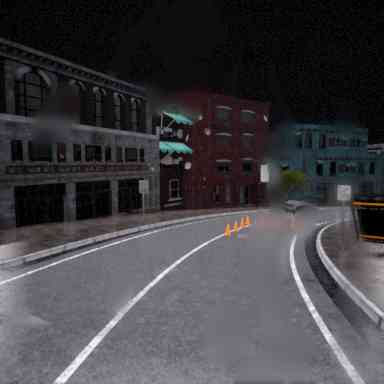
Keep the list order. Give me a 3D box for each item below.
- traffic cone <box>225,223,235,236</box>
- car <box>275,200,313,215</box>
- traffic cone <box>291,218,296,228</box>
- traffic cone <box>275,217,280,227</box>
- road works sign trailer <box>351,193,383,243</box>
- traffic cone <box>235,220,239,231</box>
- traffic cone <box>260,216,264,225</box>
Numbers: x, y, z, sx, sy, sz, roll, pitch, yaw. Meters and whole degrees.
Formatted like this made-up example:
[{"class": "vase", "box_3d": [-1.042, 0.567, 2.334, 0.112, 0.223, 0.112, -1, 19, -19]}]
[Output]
[{"class": "traffic cone", "box_3d": [1.845, 1.904, 16.996, 0.340, 0.580, 0.340, 2, 0, 19]}, {"class": "car", "box_3d": [10.790, 1.536, 34.740, 2.033, 1.411, 5.357, 4, 2, 43]}, {"class": "traffic cone", "box_3d": [6.621, 2.010, 21.698, 0.340, 0.580, 0.340, 2, 1, 19]}, {"class": "traffic cone", "box_3d": [5.675, 1.971, 22.019, 0.340, 0.580, 0.340, 2, 1, 18]}, {"class": "road works sign trailer", "box_3d": [7.117, 1.155, 10.558, 3.560, 2.380, 2.880, 2, 45, 37]}, {"class": "traffic cone", "box_3d": [2.495, 1.903, 18.887, 0.340, 0.580, 0.340, 2, 1, 19]}, {"class": "traffic cone", "box_3d": [4.735, 1.933, 22.340, 0.340, 0.580, 0.340, 2, 1, 19]}]
